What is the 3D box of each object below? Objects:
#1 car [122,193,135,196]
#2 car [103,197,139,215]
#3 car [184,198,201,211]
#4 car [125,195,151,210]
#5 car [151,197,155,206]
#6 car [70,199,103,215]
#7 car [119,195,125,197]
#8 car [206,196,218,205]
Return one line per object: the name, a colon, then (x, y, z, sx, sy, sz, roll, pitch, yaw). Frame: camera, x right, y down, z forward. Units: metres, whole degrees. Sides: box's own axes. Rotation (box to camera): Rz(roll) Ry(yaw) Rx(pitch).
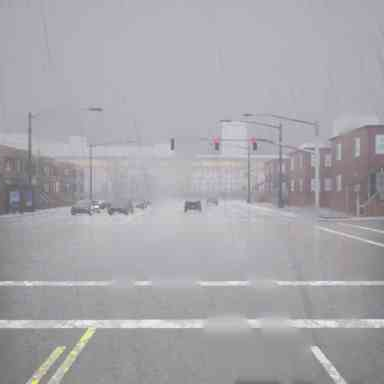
car: (-10.602, 1.221, 54.776, 2.150, 2.045, 5.566, 0, 0, -1)
car: (-7.103, 1.548, 33.843, 2.033, 1.411, 5.357, 0, 0, 0)
car: (0.096, 1.477, 40.204, 1.882, 1.535, 5.008, 0, 0, 0)
car: (-7.098, 1.491, 44.058, 2.128, 1.511, 4.902, 0, 0, 0)
car: (-7.093, 1.505, 54.151, 1.837, 1.490, 4.892, 0, 0, 0)
car: (-10.600, 1.506, 33.406, 1.837, 1.490, 4.892, 0, 0, 0)
car: (-10.604, 1.547, 44.119, 2.033, 1.411, 5.357, 0, 0, 0)
car: (3.480, 1.505, 58.473, 1.837, 1.490, 4.892, 0, 0, 0)
